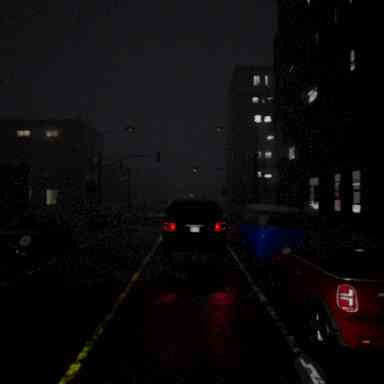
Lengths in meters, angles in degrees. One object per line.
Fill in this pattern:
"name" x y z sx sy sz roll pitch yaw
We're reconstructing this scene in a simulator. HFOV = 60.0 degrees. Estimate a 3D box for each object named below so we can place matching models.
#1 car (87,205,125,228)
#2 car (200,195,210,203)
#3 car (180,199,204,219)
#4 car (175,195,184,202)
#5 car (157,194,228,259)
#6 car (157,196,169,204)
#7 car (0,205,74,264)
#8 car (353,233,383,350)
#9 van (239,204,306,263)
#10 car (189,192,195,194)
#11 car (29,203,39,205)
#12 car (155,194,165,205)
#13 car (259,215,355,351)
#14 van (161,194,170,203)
"car" -5.683 1.554 22.399 2.008 1.369 4.403 1 0 0
"car" 2.685 1.448 71.787 1.967 1.590 4.097 1 0 0
"car" -0.110 1.483 30.087 1.882 1.535 5.008 0 0 -3
"car" -3.024 1.534 80.348 2.128 1.511 4.902 0 0 0
"car" 0.095 1.226 12.794 2.150 2.045 5.566 0 0 0
"car" -5.696 1.552 66.037 1.887 1.381 4.507 1 0 0
"car" -5.677 1.442 11.585 1.967 1.590 4.097 1 0 0
"car" 2.708 1.315 0.766 2.192 1.841 5.009 1 0 0
"van" 2.704 1.343 11.580 1.690 1.788 3.998 1 0 0
"car" -0.025 1.527 88.027 2.128 1.511 4.902 0 0 0
"car" -19.311 1.618 37.650 4.507 1.381 1.887 0 -1 1
"car" -5.770 1.552 60.355 1.887 1.381 4.507 1 0 0
"car" 2.704 1.441 6.173 1.967 1.590 4.097 1 0 0
"van" -5.693 1.349 71.724 1.690 1.788 3.998 1 0 0
